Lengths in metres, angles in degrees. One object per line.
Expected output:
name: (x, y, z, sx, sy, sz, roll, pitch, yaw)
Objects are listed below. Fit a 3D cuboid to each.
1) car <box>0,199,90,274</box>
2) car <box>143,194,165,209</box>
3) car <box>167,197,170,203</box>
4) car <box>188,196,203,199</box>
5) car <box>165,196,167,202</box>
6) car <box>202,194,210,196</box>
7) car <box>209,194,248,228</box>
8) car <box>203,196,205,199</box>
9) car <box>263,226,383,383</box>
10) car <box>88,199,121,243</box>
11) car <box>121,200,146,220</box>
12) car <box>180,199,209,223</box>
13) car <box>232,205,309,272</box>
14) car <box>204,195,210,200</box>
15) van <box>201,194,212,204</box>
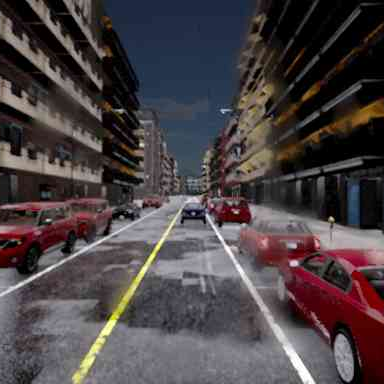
car: (-5.287, 1.291, 10.698, 2.192, 1.841, 5.009, 1, 0, 0)
car: (-5.277, 1.250, 43.880, 2.192, 1.841, 5.009, 1, 0, 0)
car: (-5.277, 1.529, 66.006, 1.802, 1.307, 4.206, 1, 0, 0)
car: (0.117, 1.461, 41.356, 1.812, 1.442, 4.674, 0, 0, 0)
car: (-5.281, 1.480, 49.412, 1.887, 1.381, 4.507, 1, 0, 0)
car: (2.572, 1.252, 54.886, 2.192, 1.841, 5.009, 1, 0, 0)
car: (2.562, 1.270, 21.697, 2.192, 1.841, 5.009, 1, 0, 0)
car: (2.563, 1.517, 43.823, 1.802, 1.307, 4.206, 1, 0, 0)
car: (2.586, 1.532, 5.104, 1.887, 1.381, 4.507, 1, 0, 0)
car: (-5.285, 1.280, 16.228, 2.192, 1.841, 5.009, 1, 0, 0)
car: (-5.288, 1.513, 27.291, 1.947, 1.339, 4.313, 1, 0, 0)
car: (0.109, 1.497, 24.938, 2.033, 1.411, 5.357, 0, 0, 0)
car: (2.597, 1.416, 10.635, 1.967, 1.590, 4.097, 1, 0, 0)
car: (2.562, 1.381, 32.760, 1.967, 1.590, 4.097, 1, 0, 0)
van: (2.573, 1.282, 60.418, 1.690, 1.788, 3.998, 1, 0, 0)
